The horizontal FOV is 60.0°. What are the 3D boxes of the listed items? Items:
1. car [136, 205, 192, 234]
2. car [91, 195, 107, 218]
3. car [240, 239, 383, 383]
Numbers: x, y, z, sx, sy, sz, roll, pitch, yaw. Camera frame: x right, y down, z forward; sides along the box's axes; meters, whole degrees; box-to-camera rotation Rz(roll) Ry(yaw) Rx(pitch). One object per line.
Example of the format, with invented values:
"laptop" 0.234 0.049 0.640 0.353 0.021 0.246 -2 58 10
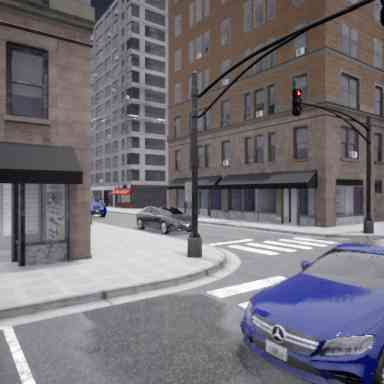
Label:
"car" -1.660 1.573 19.844 1.837 1.490 4.892 0 0 -35
"car" -9.907 1.353 31.424 2.150 2.045 5.566 0 0 -35
"car" 2.843 1.525 5.094 4.674 1.442 1.812 0 0 -35
